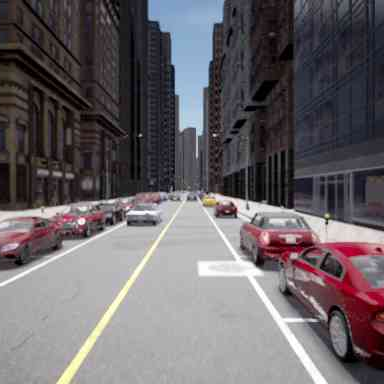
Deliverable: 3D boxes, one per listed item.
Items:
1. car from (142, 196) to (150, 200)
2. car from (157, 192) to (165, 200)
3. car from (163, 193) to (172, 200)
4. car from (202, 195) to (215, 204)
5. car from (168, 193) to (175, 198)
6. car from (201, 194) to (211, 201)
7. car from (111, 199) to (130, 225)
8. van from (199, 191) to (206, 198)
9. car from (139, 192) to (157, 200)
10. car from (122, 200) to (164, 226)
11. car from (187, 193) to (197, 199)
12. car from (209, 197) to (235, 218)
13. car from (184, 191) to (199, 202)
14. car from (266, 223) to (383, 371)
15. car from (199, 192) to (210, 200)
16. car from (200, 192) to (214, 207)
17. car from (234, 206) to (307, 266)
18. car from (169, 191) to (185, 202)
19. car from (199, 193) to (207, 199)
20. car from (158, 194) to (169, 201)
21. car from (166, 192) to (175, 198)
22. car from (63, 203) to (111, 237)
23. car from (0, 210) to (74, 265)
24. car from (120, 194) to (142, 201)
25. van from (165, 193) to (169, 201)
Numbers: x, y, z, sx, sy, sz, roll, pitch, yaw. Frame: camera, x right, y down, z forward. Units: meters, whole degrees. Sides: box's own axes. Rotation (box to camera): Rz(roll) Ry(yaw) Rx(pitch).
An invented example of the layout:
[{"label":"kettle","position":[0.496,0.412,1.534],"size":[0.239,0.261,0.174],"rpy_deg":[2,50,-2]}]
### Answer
[{"label":"car","position":[-5.759,1.339,33.673],"size":[1.947,1.339,4.313],"rpy_deg":[0,0,0]},{"label":"car","position":[-5.757,0.979,50.477],"size":[2.192,1.841,5.009],"rpy_deg":[0,0,0]},{"label":"car","position":[-5.756,0.932,78.486],"size":[1.967,1.590,4.097],"rpy_deg":[0,0,0]},{"label":"car","position":[2.768,1.179,56.092],"size":[2.008,1.369,4.403],"rpy_deg":[0,0,0]},{"label":"car","position":[-5.756,0.974,95.291],"size":[1.802,1.307,4.206],"rpy_deg":[0,0,0]},{"label":"car","position":[2.768,1.141,67.297],"size":[1.802,1.307,4.206],"rpy_deg":[0,0,0]},{"label":"car","position":[-5.759,1.414,22.471],"size":[1.947,1.339,4.313],"rpy_deg":[0,0,0]},{"label":"van","position":[2.769,0.766,89.703],"size":[1.690,1.788,3.998],"rpy_deg":[0,0,0]},{"label":"car","position":[-5.757,1.052,39.274],"size":[2.192,1.841,5.009],"rpy_deg":[0,0,0]},{"label":"car","position":[-3.099,1.451,22.213],"size":[1.895,1.301,4.718],"rpy_deg":[0,0,0]},{"label":"car","position":[0.004,0.930,80.122],"size":[2.128,1.511,4.902],"rpy_deg":[0,0,0]},{"label":"car","position":[2.767,1.356,28.083],"size":[1.887,1.381,4.507],"rpy_deg":[0,0,0]},{"label":"car","position":[0.003,0.934,63.472],"size":[2.097,1.767,4.553],"rpy_deg":[0,0,0]},{"label":"car","position":[2.765,1.506,5.675],"size":[1.887,1.381,4.507],"rpy_deg":[0,0,0]},{"label":"car","position":[2.769,0.840,72.897],"size":[2.192,1.841,5.009],"rpy_deg":[0,0,0]},{"label":"car","position":[2.352,1.157,44.929],"size":[1.801,1.575,5.366],"rpy_deg":[0,0,0]},{"label":"car","position":[2.766,1.363,11.276],"size":[1.967,1.590,4.097],"rpy_deg":[0,0,0]},{"label":"car","position":[-3.030,1.081,62.705],"size":[2.128,1.511,4.902],"rpy_deg":[0,0,1]},{"label":"car","position":[2.769,0.982,84.272],"size":[1.752,1.417,4.829],"rpy_deg":[0,0,0]},{"label":"car","position":[-5.757,1.085,67.112],"size":[1.752,1.417,4.829],"rpy_deg":[0,0,0]},{"label":"car","position":[-5.756,0.865,89.689],"size":[1.967,1.590,4.097],"rpy_deg":[0,0,0]},{"label":"car","position":[-5.759,1.326,16.868],"size":[1.967,1.590,4.097],"rpy_deg":[0,0,0]},{"label":"car","position":[-5.760,1.506,11.267],"size":[1.802,1.307,4.206],"rpy_deg":[0,0,0]},{"label":"car","position":[-5.758,1.251,28.071],"size":[1.967,1.590,4.097],"rpy_deg":[0,0,0]},{"label":"van","position":[-5.757,0.934,61.680],"size":[1.690,1.788,3.998],"rpy_deg":[0,0,0]}]
